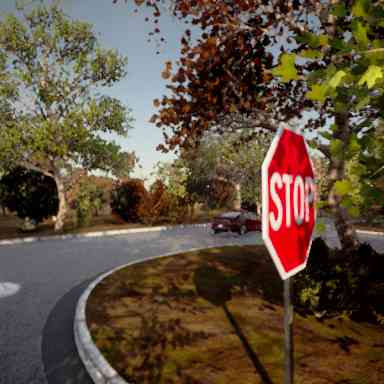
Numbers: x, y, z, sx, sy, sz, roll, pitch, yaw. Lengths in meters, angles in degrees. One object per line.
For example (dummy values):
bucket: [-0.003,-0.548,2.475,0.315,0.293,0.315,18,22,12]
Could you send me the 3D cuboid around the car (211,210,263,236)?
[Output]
car: [3.132,1.937,21.560,1.882,1.535,5.008,-1,-2,36]
